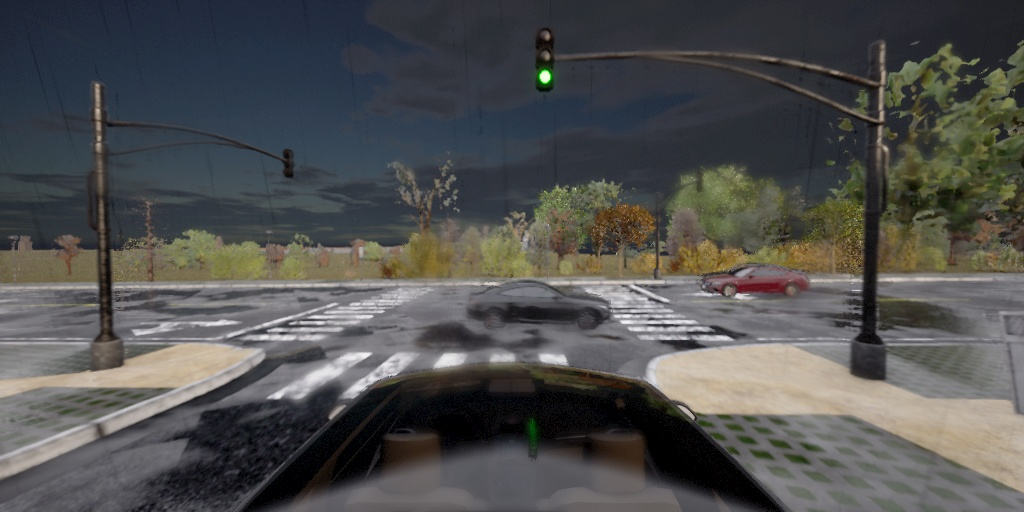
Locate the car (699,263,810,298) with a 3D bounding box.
[{"bbox_3d":[11.818,1.222,17.618,4.674,1.442,1.812,-1,2,4],"label":"car"}]

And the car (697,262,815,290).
[{"bbox_3d":[13.930,1.116,20.757,5.357,1.411,2.033,-1,2,4],"label":"car"}]

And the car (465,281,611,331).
[{"bbox_3d":[0.816,1.539,11.734,4.674,1.442,1.812,0,2,4],"label":"car"}]
